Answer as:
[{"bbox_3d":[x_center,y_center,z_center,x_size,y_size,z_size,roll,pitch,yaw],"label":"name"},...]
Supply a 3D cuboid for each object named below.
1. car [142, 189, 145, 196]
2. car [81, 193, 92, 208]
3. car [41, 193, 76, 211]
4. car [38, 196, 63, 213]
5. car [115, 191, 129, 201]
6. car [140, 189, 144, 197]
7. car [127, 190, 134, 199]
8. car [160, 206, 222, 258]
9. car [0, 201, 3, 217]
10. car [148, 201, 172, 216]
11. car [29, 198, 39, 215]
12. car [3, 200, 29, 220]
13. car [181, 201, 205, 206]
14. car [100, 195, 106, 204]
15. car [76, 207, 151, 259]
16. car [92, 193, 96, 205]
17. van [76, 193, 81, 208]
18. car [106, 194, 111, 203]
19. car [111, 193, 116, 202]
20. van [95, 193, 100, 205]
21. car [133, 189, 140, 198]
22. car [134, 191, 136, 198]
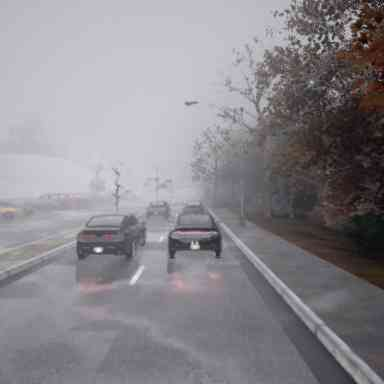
[{"bbox_3d":[-16.843,0.541,93.042,5.566,2.045,2.435,-1,1,-20],"label":"car"},{"bbox_3d":[-16.830,1.133,45.110,5.566,2.045,2.435,-1,0,-20],"label":"car"},{"bbox_3d":[-16.886,1.198,39.114,5.566,2.045,2.435,-1,1,-20],"label":"car"},{"bbox_3d":[-16.855,1.515,36.146,4.674,1.452,2.002,-1,1,-20],"label":"car"},{"bbox_3d":[-16.805,1.124,72.052,4.792,1.488,2.163,-1,0,-20],"label":"car"},{"bbox_3d":[-16.645,0.842,90.120,5.366,1.575,1.946,-1,1,-20],"label":"car"},{"bbox_3d":[-16.998,1.027,77.975,5.366,1.575,1.946,-1,1,-20],"label":"car"},{"bbox_3d":[0.101,1.536,12.994,2.128,1.511,4.902,0,0,0],"label":"car"},{"bbox_3d":[-16.895,1.576,24.192,4.792,1.488,2.163,-1,0,-20],"label":"car"},{"bbox_3d":[-2.896,1.519,29.525,2.128,1.511,4.902,0,0,0],"label":"car"},{"bbox_3d":[-16.836,1.548,30.189,4.792,1.488,2.163,-1,0,-20],"label":"car"},{"bbox_3d":[-16.694,1.528,27.261,5.366,1.575,1.946,-1,0,-20],"label":"car"},{"bbox_3d":[0.104,1.532,29.609,1.837,1.490,4.892,0,0,0],"label":"car"},{"bbox_3d":[-16.817,1.162,54.054,4.553,1.767,2.185,-1,1,-20],"label":"car"},{"bbox_3d":[-2.899,1.549,12.746,1.837,1.490,4.892,0,0,0],"label":"car"},{"bbox_3d":[-16.844,1.354,48.081,4.892,1.521,2.231,-1,1,-20],"label":"car"},{"bbox_3d":[-16.749,1.189,42.158,4.442,1.987,1.878,-1,0,-20],"label":"van"},{"bbox_3d":[-16.838,1.296,57.028,4.674,1.452,2.002,-1,1,-20],"label":"car"},{"bbox_3d":[-16.815,1.253,60.047,4.792,1.488,2.163,-1,0,-20],"label":"car"},{"bbox_3d":[-16.959,1.097,51.019,4.442,1.987,1.878,-1,1,-20],"label":"van"},{"bbox_3d":[-16.799,0.698,84.063,5.566,2.045,2.435,-1,0,-20],"label":"car"},{"bbox_3d":[-16.828,1.028,81.048,4.674,1.452,2.002,-1,1,-20],"label":"car"}]
